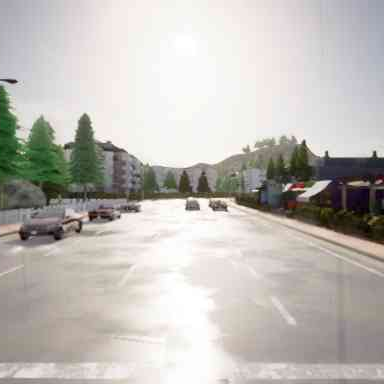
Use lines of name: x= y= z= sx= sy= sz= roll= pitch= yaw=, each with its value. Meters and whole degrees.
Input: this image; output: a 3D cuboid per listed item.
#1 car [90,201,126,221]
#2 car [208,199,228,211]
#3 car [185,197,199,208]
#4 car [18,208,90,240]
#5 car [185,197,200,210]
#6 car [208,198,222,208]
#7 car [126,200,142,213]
car: x=-7.092 y=1.657 z=27.614 sx=1.895 sy=1.301 sz=4.718 roll=0 pitch=0 yaw=0
car: x=3.481 y=1.689 z=42.702 sx=1.895 sy=1.301 sz=4.718 roll=0 pitch=0 yaw=0
car: x=-0.023 y=1.592 z=52.258 sx=2.128 sy=1.511 sz=4.902 roll=0 pitch=0 yaw=0
car: x=-7.106 y=1.567 z=17.316 sx=1.812 sy=1.442 sz=4.674 roll=0 pitch=0 yaw=0
car: x=0.083 y=1.651 z=43.361 sx=1.994 sy=1.385 sz=4.181 roll=0 pitch=0 yaw=0
car: x=3.478 y=1.703 z=51.657 sx=1.895 sy=1.301 sz=4.718 roll=0 pitch=0 yaw=0
car: x=-7.065 y=1.637 z=38.569 sx=1.994 sy=1.385 sz=4.181 roll=0 pitch=0 yaw=1
